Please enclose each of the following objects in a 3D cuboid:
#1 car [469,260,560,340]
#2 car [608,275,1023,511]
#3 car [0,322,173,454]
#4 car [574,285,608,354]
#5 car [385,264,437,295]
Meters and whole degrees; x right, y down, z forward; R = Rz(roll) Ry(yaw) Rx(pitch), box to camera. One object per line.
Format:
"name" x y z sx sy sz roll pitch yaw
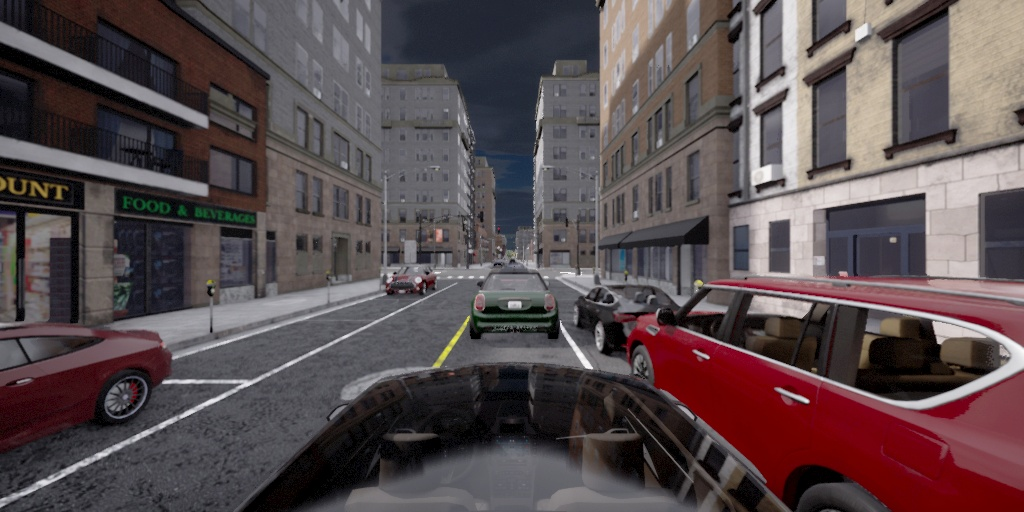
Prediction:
"car" 0.042 1.107 10.115 2.097 1.767 4.553 0 0 -1
"car" 2.636 1.065 3.101 2.192 1.841 5.009 0 0 0
"car" -5.388 1.332 3.113 1.802 1.307 4.207 0 0 0
"car" 2.643 1.320 8.554 1.948 1.339 4.313 0 0 0
"car" -5.371 1.205 19.472 1.967 1.591 4.097 0 0 0
